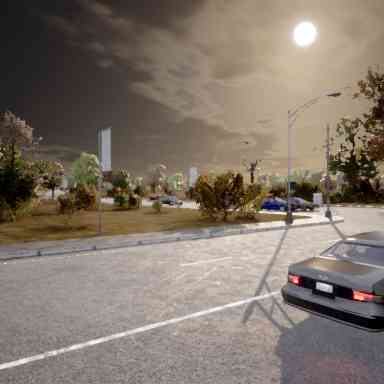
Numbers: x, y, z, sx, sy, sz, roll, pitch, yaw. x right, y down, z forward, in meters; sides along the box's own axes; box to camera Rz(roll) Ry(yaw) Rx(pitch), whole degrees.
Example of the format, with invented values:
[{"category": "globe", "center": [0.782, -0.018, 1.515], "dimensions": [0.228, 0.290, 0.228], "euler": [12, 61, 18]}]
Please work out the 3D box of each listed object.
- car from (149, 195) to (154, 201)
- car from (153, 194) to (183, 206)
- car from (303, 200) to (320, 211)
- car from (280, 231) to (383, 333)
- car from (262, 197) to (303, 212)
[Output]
[{"category": "car", "center": [-7.740, 1.260, 73.374], "dimensions": [1.882, 1.535, 5.008], "euler": [-1, 0, -38]}, {"category": "car", "center": [-3.359, 1.339, 51.060], "dimensions": [2.128, 1.511, 4.902], "euler": [-1, 0, -39]}, {"category": "car", "center": [11.717, 1.363, 37.964], "dimensions": [2.033, 1.411, 5.357], "euler": [-1, 0, -39]}, {"category": "car", "center": [4.103, 1.528, 6.695], "dimensions": [5.357, 1.411, 2.033], "euler": [0, 0, -36]}, {"category": "car", "center": [8.935, 1.318, 35.832], "dimensions": [1.882, 1.535, 5.008], "euler": [-1, 0, -40]}]
